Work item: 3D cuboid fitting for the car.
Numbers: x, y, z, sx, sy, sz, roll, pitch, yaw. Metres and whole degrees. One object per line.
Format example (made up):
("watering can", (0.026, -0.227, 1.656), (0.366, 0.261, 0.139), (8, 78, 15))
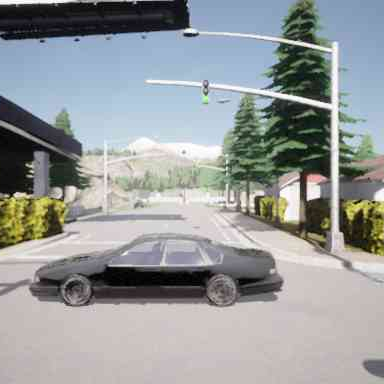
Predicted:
("car", (-0.709, 1.686, 7.653), (5.357, 1.411, 2.033), (0, -1, 0))
